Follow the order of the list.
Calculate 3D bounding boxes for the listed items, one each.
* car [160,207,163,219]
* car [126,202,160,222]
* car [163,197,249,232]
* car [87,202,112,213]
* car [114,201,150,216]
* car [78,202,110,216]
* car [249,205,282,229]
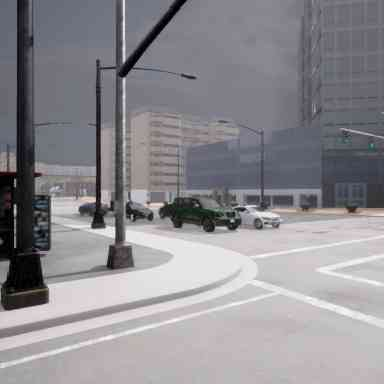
[{"bbox_3d":[-1.340,1.740,30.122,1.812,1.442,4.674,0,-1,-36],"label":"car"},{"bbox_3d":[-5.114,1.741,29.302,1.837,1.490,4.892,0,-1,-36],"label":"car"},{"bbox_3d":[0.693,1.335,21.304,2.150,2.045,5.566,0,-1,-36],"label":"car"},{"bbox_3d":[-12.795,2.062,45.910,1.994,1.385,4.181,0,-1,-35],"label":"car"},{"bbox_3d":[-6.853,1.841,37.664,2.128,1.511,4.902,0,-1,-36],"label":"car"},{"bbox_3d":[-11.361,1.939,37.918,2.033,1.411,5.357,0,-1,-36],"label":"car"},{"bbox_3d":[3.961,1.635,22.735,1.812,1.442,4.674,0,-1,-35],"label":"car"}]
